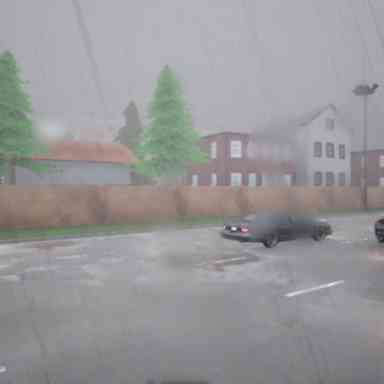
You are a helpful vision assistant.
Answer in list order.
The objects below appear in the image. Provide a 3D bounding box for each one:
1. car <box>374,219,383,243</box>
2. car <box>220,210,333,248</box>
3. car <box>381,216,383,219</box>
[{"bbox_3d":[6.739,1.422,7.943,4.902,1.511,2.128,0,0,-33],"label":"car"},{"bbox_3d":[3.731,1.468,14.336,5.357,1.411,2.033,0,0,-33],"label":"car"},{"bbox_3d":[9.630,1.395,14.000,4.892,1.490,1.837,0,0,-33],"label":"car"}]
